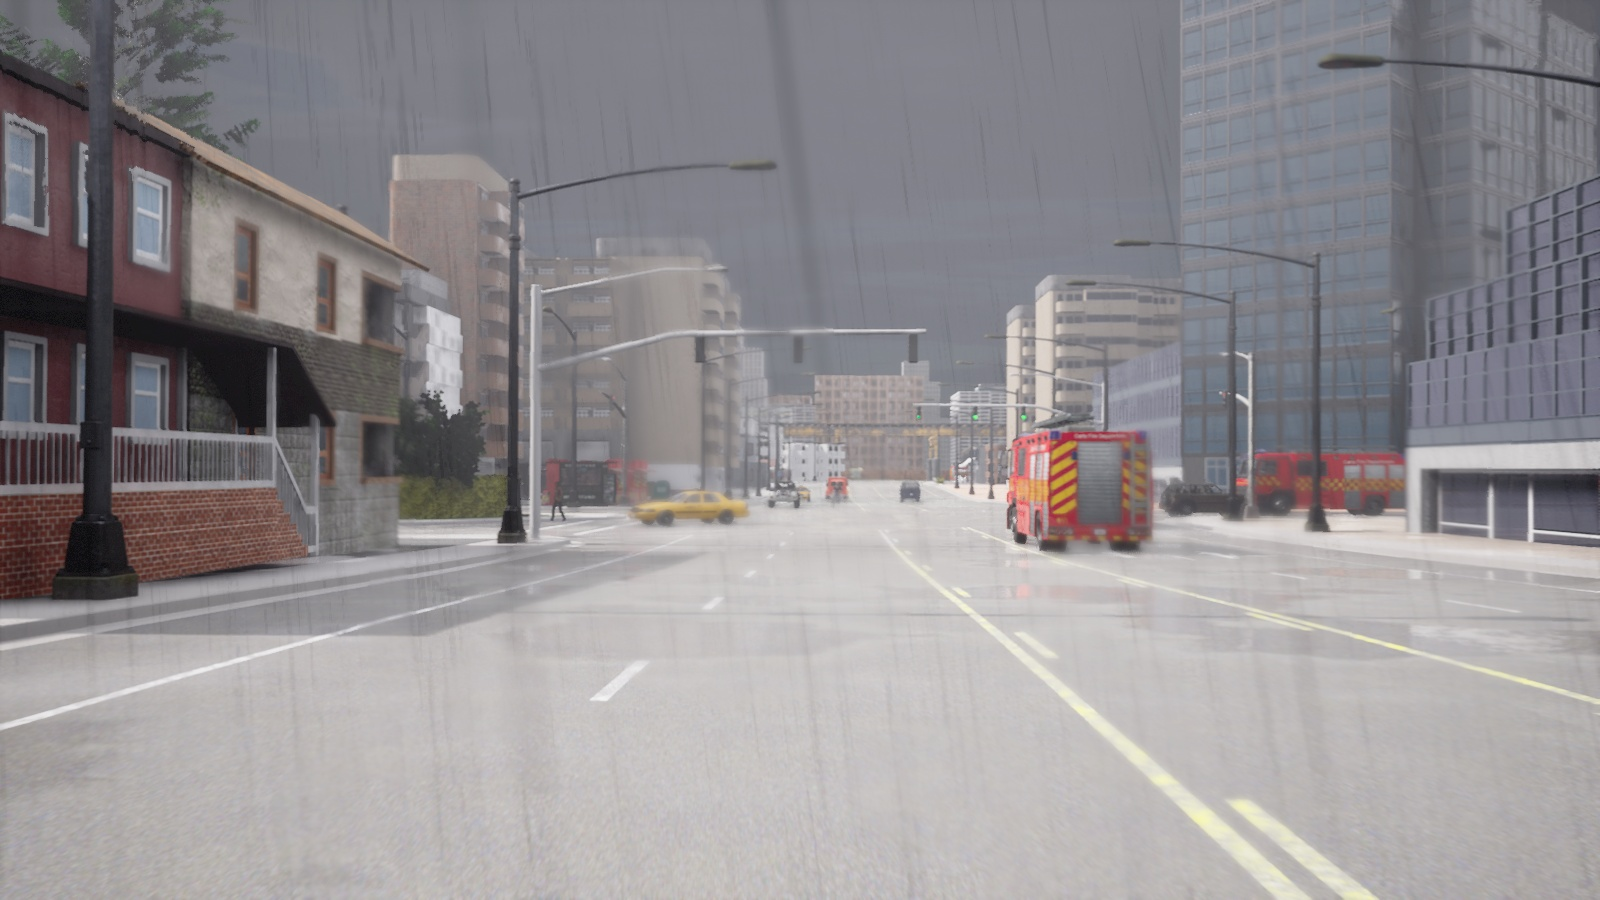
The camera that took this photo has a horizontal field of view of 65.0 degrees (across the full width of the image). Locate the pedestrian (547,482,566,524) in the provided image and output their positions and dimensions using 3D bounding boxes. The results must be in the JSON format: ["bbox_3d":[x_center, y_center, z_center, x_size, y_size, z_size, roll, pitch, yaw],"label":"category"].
[{"bbox_3d":[-10.736,2.342,55.465,0.328,1.805,0.869,-1,-1,32],"label":"pedestrian"}]

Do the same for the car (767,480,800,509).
[{"bbox_3d":[-1.060,2.920,82.636,1.932,1.855,4.605,0,-2,2],"label":"car"}]

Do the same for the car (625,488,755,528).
[{"bbox_3d":[-4.684,2.472,53.964,5.366,1.575,1.801,0,-1,-34],"label":"car"}]

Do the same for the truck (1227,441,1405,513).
[{"bbox_3d":[28.040,1.477,68.548,8.468,3.827,2.891,0,-1,2],"label":"truck"}]

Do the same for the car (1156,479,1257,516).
[{"bbox_3d":[21.102,2.434,65.277,4.605,1.855,1.932,0,-1,-5],"label":"car"}]

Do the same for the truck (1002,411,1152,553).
[{"bbox_3d":[8.166,0.971,38.244,2.891,3.827,8.468,0,-2,2],"label":"truck"}]
